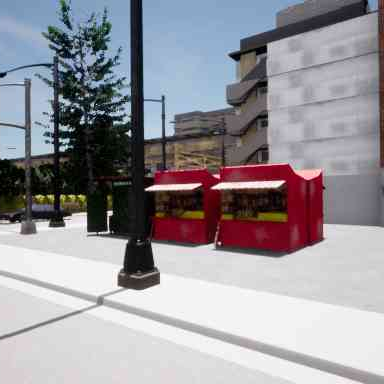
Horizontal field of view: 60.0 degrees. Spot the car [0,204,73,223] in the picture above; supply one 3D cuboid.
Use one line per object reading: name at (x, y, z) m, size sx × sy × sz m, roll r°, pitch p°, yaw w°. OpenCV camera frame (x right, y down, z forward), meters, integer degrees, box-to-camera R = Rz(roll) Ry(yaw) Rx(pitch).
car at (-12.444, 1.686, 26.971) m, size 2.033 × 1.411 × 5.357 m, roll -1°, pitch -1°, yaw 36°
